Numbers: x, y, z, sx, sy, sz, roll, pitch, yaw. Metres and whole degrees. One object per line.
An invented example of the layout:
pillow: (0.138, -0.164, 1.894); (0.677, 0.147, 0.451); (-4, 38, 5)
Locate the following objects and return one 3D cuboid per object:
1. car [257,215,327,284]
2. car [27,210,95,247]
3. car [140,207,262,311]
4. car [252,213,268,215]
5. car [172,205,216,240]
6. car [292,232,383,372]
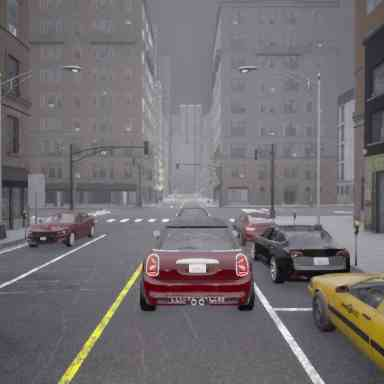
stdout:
car: (2.849, 1.563, 9.416); (1.947, 1.339, 4.313); (-1, 0, 0)
car: (-5.707, 1.540, 14.983); (1.887, 1.381, 4.507); (-1, 0, 0)
car: (0.086, 1.350, 7.920); (2.097, 1.767, 4.553); (0, 0, 0)
car: (2.839, 1.577, 15.002); (1.802, 1.307, 4.206); (-1, 0, 0)
car: (0.064, 1.542, 18.159); (2.033, 1.411, 5.357); (0, 0, 0)
car: (2.859, 1.524, 4.000); (1.752, 1.417, 4.829); (-1, 0, 0)
